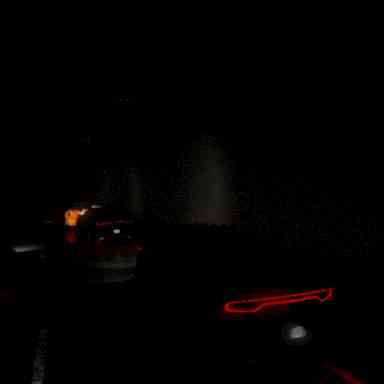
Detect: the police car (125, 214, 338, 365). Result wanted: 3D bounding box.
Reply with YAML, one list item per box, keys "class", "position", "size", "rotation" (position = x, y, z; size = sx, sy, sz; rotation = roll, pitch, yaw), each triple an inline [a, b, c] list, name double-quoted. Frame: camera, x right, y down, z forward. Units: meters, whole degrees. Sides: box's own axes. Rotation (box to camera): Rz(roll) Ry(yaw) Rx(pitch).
- class: "police car"
  position: [0.258, 1.423, 6.273]
  size: [1.930, 1.638, 5.238]
  rotation: [0, 0, -22]

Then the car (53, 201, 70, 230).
- class: "car"
  position: [-7.504, 1.321, 21.352]
  size: [2.097, 1.767, 4.553]
  rotation: [0, 0, -32]

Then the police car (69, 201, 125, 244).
- class: "police car"
  position: [-4.324, 1.407, 15.938]
  size: [1.930, 1.638, 5.238]
  rotation: [0, 0, -28]

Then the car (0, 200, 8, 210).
- class: "car"
  position: [-16.129, 1.168, 25.709]
  size: [2.150, 2.045, 5.566]
  rotation: [0, 0, -37]

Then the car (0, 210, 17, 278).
- class: "car"
  position: [-6.267, 1.485, 9.579]
  size: [1.837, 1.490, 4.892]
  rotation: [0, 0, -26]
